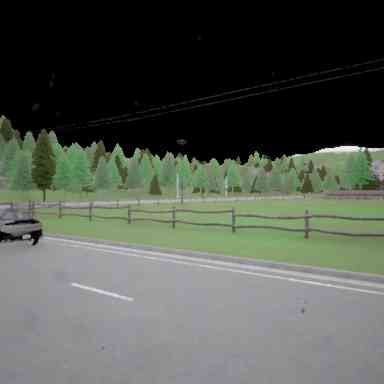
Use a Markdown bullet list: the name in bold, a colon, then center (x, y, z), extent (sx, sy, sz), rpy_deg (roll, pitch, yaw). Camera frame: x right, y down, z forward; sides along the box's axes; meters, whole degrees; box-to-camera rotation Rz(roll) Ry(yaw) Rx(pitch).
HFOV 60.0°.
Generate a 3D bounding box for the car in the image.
- **car**: center (-8.268, 1.492, 14.066), extent (4.902, 1.511, 2.128), rpy_deg (0, 0, 36)
